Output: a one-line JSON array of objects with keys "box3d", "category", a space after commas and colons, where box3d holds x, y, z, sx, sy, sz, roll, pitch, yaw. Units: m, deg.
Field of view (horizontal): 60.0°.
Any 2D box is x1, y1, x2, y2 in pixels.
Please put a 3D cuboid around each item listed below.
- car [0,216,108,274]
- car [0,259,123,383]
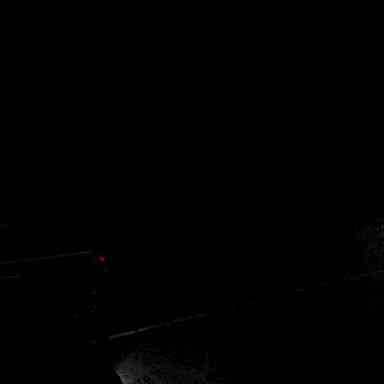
[{"box3d": [-3.732, 1.339, 5.508, 4.553, 1.767, 2.097, 0, 0, -35], "category": "car"}, {"box3d": [-2.969, 1.538, 1.633, 5.357, 1.411, 2.033, 0, 0, -35], "category": "car"}]
